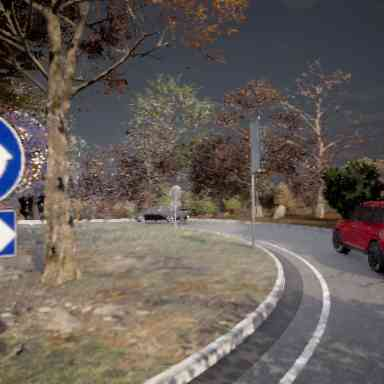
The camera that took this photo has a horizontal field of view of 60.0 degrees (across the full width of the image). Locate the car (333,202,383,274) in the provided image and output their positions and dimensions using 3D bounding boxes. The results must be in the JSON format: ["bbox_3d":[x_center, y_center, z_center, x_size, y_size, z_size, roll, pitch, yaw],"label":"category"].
[{"bbox_3d":[6.536,1.340,11.086,2.150,2.045,5.566,0,-1,7],"label":"car"}]

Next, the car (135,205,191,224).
[{"bbox_3d":[-2.417,1.811,27.100,4.902,1.511,2.128,-2,-2,30],"label":"car"}]
